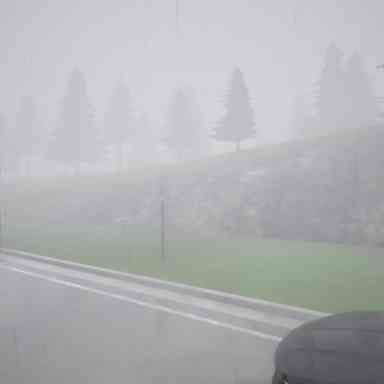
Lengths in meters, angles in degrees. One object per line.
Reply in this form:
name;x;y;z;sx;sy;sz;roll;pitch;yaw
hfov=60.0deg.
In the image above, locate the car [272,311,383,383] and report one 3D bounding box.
car;2.940;1.476;1.894;5.008;1.535;1.882;0;0;35
